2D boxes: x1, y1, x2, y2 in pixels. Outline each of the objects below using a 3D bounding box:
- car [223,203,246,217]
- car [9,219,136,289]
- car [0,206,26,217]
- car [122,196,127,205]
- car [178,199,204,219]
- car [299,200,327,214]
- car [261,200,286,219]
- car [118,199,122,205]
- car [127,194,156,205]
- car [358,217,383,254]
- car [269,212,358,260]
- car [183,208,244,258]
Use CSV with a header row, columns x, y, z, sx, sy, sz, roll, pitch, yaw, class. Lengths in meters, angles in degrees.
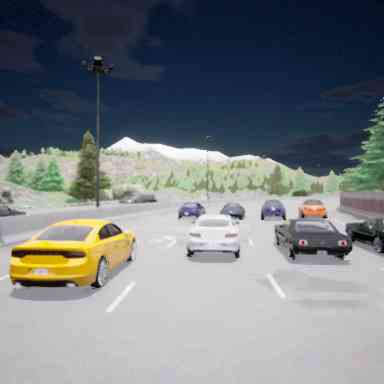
x,y,z,sx,sy,sz,roll,pitch,yaw,class
3.738,1.676,30.085,1.994,1.385,4.181,0,0,13,car
-2.934,1.501,9.326,1.882,1.535,5.008,0,0,4,car
-12.515,1.581,20.499,2.033,1.411,5.357,0,0,8,car
-9.692,1.693,57.905,1.812,1.442,4.674,0,0,22,car
0.039,1.626,29.651,1.812,1.442,4.674,0,0,12,car
11.111,1.488,30.822,2.097,1.767,4.553,0,0,14,car
7.312,1.474,29.994,2.097,1.767,4.553,0,0,13,car
-11.817,1.527,61.973,2.097,1.767,4.553,0,0,23,car
-7.687,1.379,53.399,2.150,2.045,5.566,0,0,21,car
7.975,1.670,13.680,1.895,1.301,4.718,0,0,6,car
4.366,1.657,12.782,1.895,1.301,4.718,0,0,6,car
0.899,1.572,13.010,1.812,1.442,4.674,0,0,6,car
